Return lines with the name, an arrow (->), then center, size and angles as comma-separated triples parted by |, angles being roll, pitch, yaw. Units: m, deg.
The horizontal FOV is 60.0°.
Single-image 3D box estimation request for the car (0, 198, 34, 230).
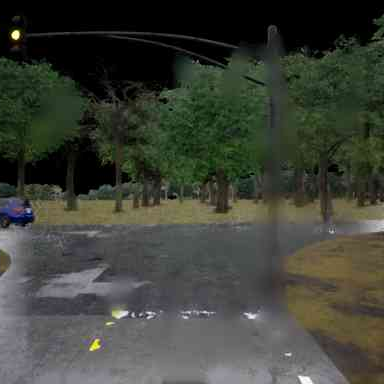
car -> -13.841, 1.506, 22.966 | 5.566, 2.045, 2.150 | -1, -3, 5
